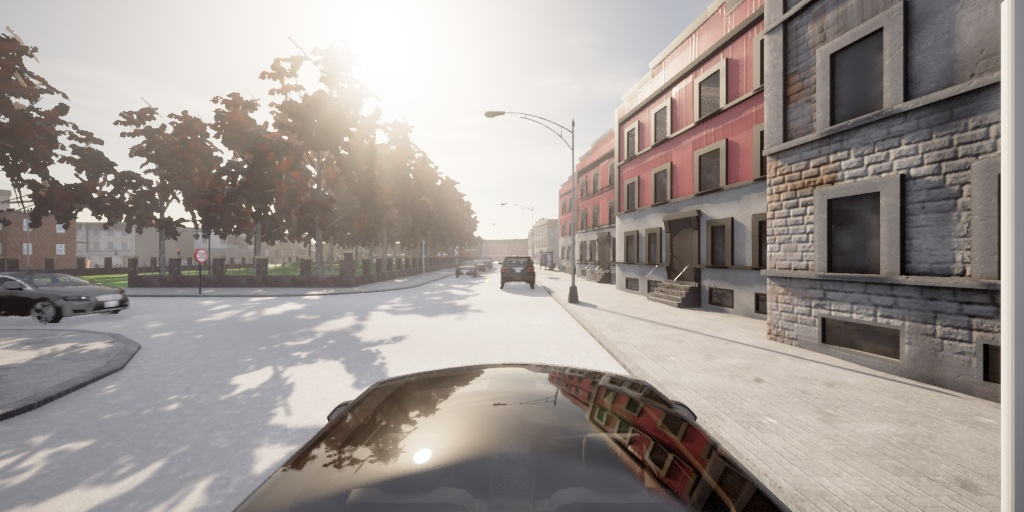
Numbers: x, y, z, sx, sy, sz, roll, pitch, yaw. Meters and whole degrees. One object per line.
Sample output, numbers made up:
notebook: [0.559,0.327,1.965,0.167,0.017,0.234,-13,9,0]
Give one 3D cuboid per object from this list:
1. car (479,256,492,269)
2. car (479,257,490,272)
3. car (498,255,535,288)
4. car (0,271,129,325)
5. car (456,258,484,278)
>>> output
car: [-4.198,0.971,55.065,2.150,2.045,5.566,0,0,0]
car: [-4.199,1.228,44.330,1.882,1.535,5.008,0,0,0]
car: [0.269,0.971,23.798,2.150,2.045,5.566,0,0,-2]
car: [-15.042,1.241,11.248,4.902,1.511,2.128,0,0,-1]
car: [-4.179,1.241,34.182,2.128,1.511,4.902,0,0,0]
